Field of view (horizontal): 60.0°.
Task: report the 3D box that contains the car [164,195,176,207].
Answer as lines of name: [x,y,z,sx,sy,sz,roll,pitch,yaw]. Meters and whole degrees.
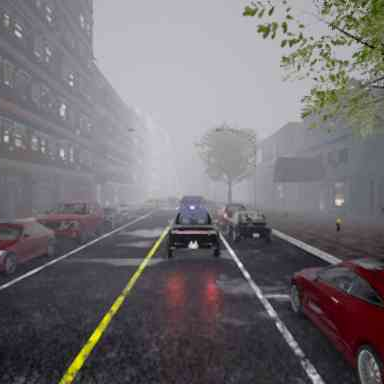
car: [-3.088,1.474,53.075,2.097,1.767,4.553,0,0,0]

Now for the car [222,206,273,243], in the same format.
car: [2.682,1.579,16.083,2.008,1.369,4.403,0,0,0]

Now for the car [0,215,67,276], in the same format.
car: [-5.696,1.599,10.385,1.802,1.307,4.206,0,0,0]

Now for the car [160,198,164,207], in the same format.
car: [-5.712,1.658,50.263,1.887,1.381,4.507,0,0,0]

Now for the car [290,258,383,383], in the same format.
car: [2.687,1.589,4.690,1.802,1.307,4.206,0,0,0]

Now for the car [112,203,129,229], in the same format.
car: [-5.701,1.606,21.778,1.947,1.339,4.313,0,0,0]

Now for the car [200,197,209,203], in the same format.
car: [2.658,1.772,73.049,1.802,1.307,4.206,0,0,0]

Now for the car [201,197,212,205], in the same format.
car: [2.663,1.694,61.656,1.887,1.381,4.507,0,0,0]

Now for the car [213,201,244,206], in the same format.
car: [2.680,1.480,21.780,1.967,1.590,4.097,0,0,0]

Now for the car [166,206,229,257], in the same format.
car: [0.056,1.512,12.977,2.128,1.511,4.902,0,0,0]

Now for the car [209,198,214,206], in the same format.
car: [2.668,1.665,50.264,2.008,1.369,4.403,0,0,0]

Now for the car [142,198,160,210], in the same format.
car: [-5.711,1.623,44.396,1.752,1.417,4.829,0,0,0]

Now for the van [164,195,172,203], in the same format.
van: [-5.726,1.553,78.747,1.690,1.788,3.998,0,0,0]

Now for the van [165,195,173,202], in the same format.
van: [-5.728,1.575,84.443,1.690,1.788,3.998,0,0,0]

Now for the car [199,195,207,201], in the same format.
car: [2.964,1.712,89.946,1.801,1.575,5.366,0,0,0]

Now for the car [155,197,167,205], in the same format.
car: [-5.717,1.715,61.655,1.947,1.339,4.313,0,0,0]

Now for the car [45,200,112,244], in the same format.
car: [-5.699,1.343,16.082,2.192,1.841,5.009,0,0,0]

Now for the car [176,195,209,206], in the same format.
car: [0.053,1.279,27.925,2.150,2.045,5.566,0,0,0]

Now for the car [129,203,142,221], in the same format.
car: [-5.703,1.605,27.475,2.008,1.369,4.403,0,0,0]
